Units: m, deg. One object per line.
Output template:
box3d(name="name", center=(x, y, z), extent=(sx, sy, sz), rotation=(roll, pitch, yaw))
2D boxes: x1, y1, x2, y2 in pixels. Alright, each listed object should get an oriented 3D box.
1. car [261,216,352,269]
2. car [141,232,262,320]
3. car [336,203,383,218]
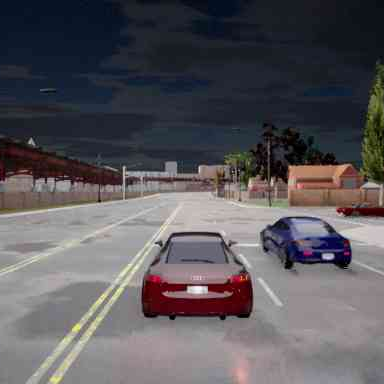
box3d(name="car", center=(3.579, 1.525, 11.068), extent=(1.812, 1.442, 4.674), rotation=(0, 0, 0))
box3d(name="car", center=(0.086, 1.564, 7.421), extent=(1.994, 1.385, 4.181), rotation=(0, 0, 0))
box3d(name="car", center=(15.294, 1.601, 29.086), extent=(4.718, 1.301, 1.895), rotation=(0, 0, 1))
